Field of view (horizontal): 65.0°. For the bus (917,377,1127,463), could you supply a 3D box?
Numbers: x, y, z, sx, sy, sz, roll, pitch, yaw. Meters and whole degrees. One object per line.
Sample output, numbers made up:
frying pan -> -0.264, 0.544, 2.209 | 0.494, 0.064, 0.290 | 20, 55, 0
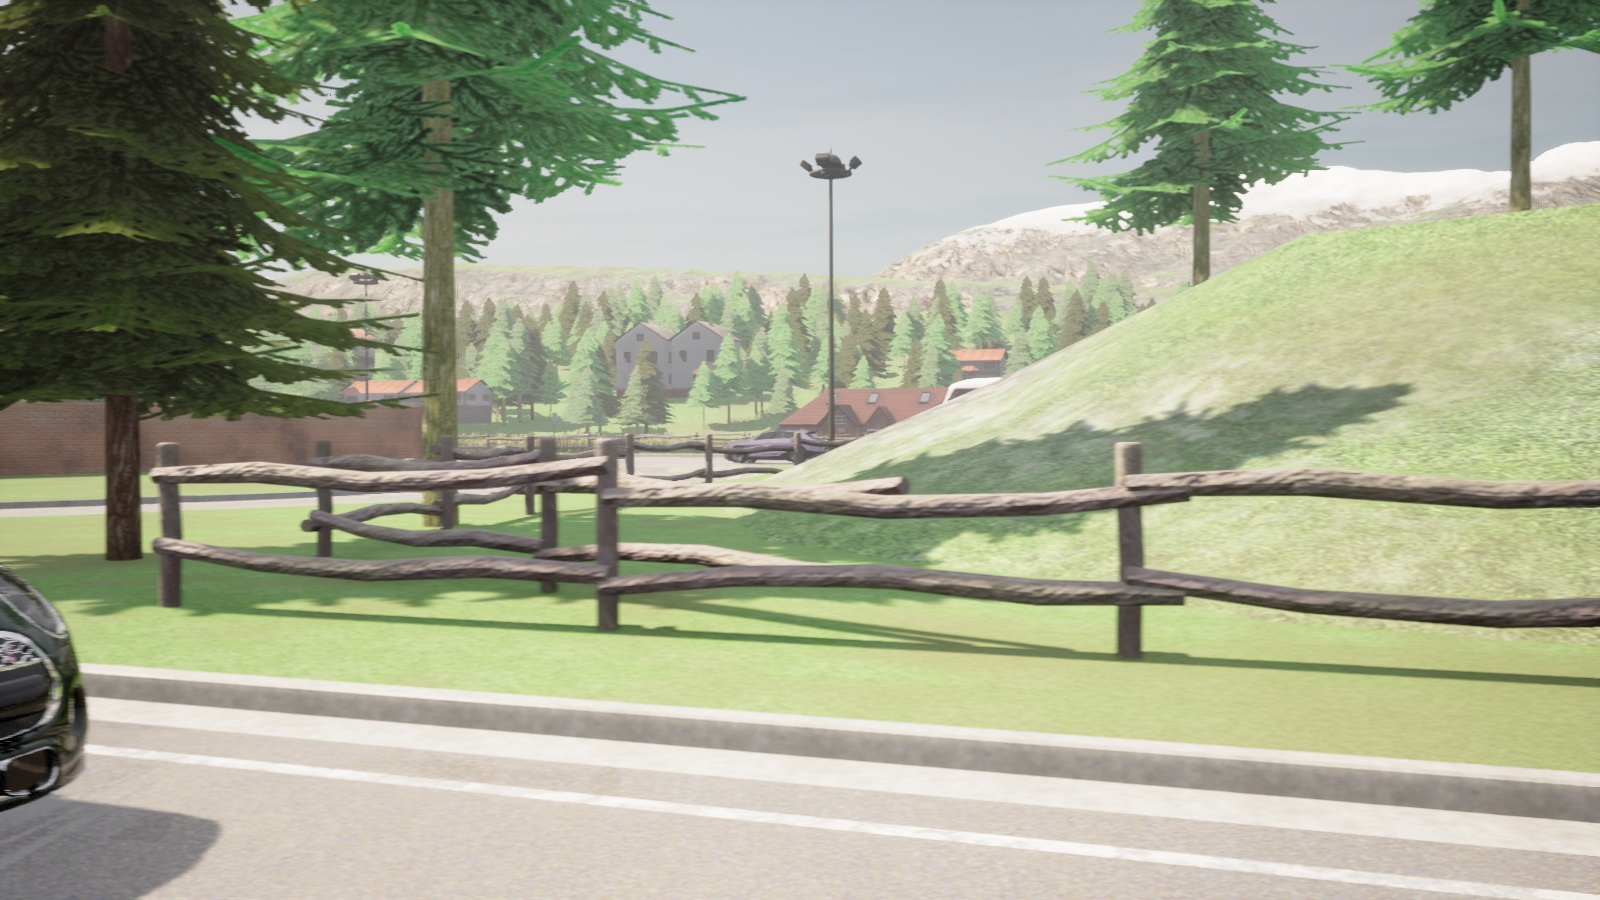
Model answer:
bus -> 11.579, -1.552, 65.334 | 10.273, 4.253, 3.944 | 1, 1, 18

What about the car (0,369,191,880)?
car -> -4.987, 0.588, 4.868 | 4.553, 1.767, 2.097 | 1, 1, 19

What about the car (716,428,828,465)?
car -> -1.302, -0.186, 58.629 | 4.856, 1.649, 2.033 | 1, 1, 19
